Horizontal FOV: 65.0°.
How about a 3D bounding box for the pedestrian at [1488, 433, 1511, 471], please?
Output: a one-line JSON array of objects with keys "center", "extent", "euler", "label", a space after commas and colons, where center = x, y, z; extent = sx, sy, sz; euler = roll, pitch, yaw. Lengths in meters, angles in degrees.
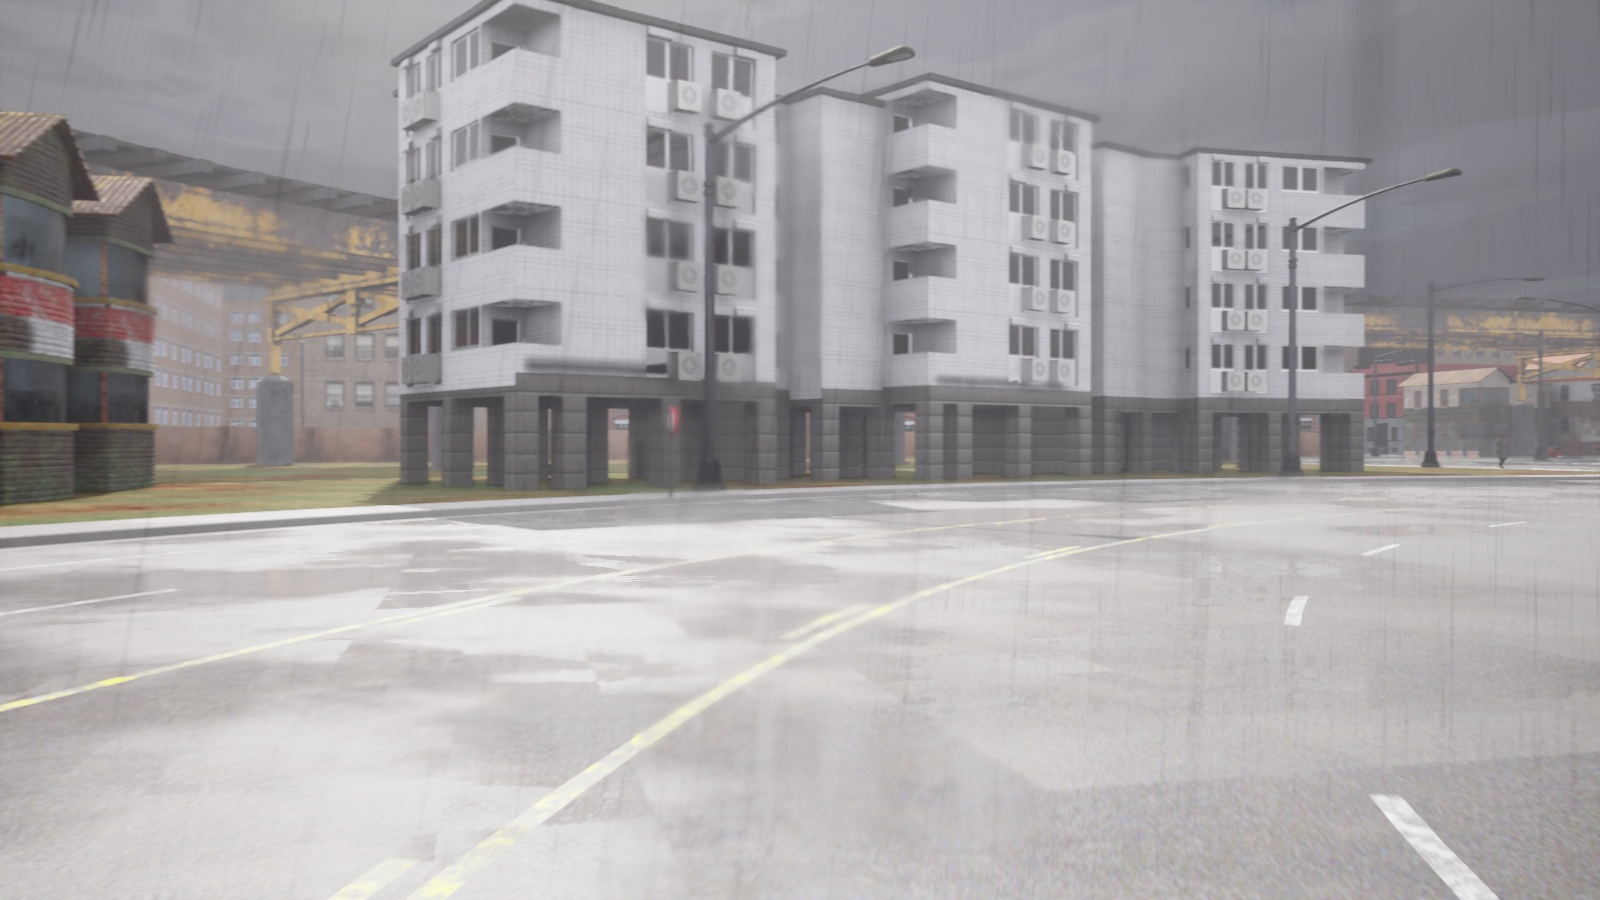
[{"center": [36.749, 0.101, 66.009], "extent": [0.659, 1.952, 0.873], "euler": [0, 0, -4], "label": "pedestrian"}]
